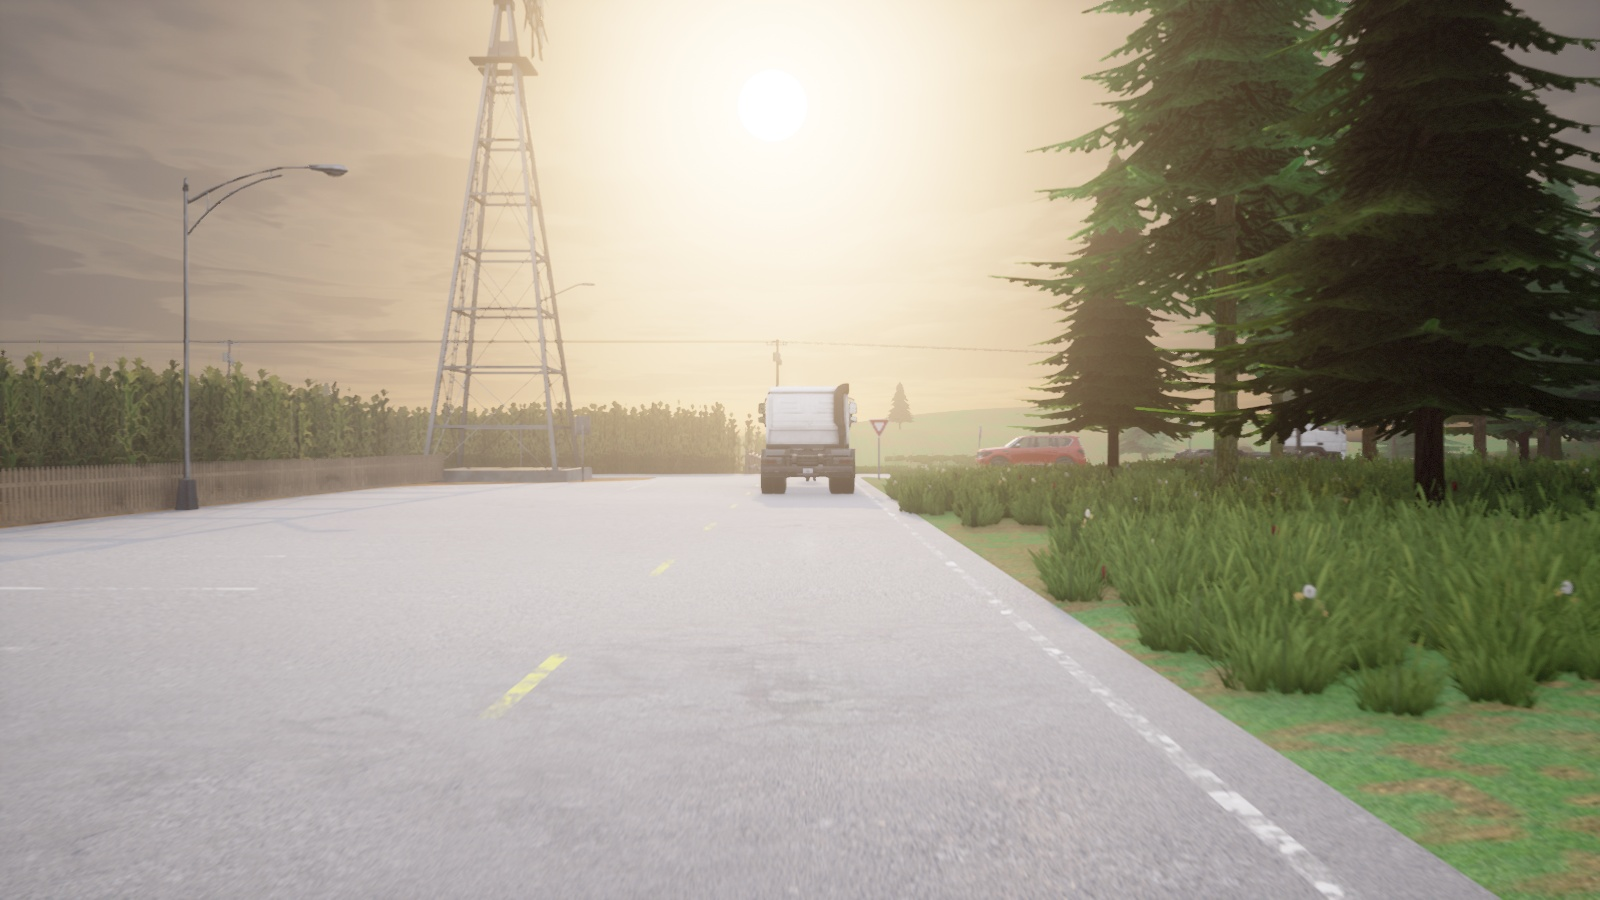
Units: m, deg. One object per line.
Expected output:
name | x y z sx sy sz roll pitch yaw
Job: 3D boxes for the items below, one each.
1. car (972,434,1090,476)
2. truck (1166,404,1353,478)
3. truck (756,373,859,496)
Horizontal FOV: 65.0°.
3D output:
car | 11.662 0.258 63.720 5.566 2.045 2.150 0 0 0
truck | 22.057 -0.419 60.569 7.936 3.462 2.891 0 0 0
truck | 0.240 -0.457 39.375 2.891 3.462 7.936 0 0 0
